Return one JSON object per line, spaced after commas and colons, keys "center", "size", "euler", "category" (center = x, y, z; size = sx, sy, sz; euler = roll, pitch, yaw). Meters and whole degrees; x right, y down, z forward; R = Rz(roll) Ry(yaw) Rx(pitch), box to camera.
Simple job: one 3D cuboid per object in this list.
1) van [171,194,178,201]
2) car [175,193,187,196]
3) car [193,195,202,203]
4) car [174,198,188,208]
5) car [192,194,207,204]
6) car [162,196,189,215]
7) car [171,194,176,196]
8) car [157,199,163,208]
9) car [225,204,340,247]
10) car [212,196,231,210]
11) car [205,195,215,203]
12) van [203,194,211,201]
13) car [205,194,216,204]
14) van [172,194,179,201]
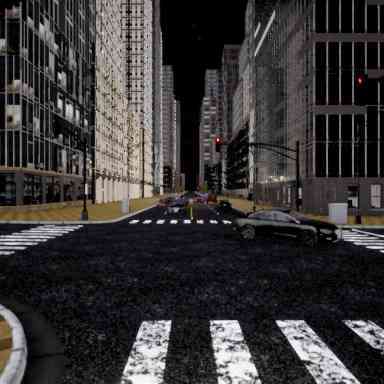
{"center": [-4.217, 1.321, 80.461], "size": [1.690, 1.788, 3.998], "euler": [0, 0, 0], "category": "van"}
{"center": [-1.605, 1.349, 63.903], "size": [2.097, 1.767, 4.553], "euler": [0, 0, 0], "category": "car"}
{"center": [1.145, 1.488, 73.260], "size": [1.837, 1.490, 4.892], "euler": [0, 0, 0], "category": "car"}
{"center": [-1.594, 1.610, 49.570], "size": [1.895, 1.301, 4.718], "euler": [0, 0, 0], "category": "car"}
{"center": [1.274, 1.599, 63.092], "size": [1.895, 1.301, 4.718], "euler": [0, 0, 0], "category": "car"}
{"center": [-1.525, 1.508, 33.755], "size": [2.128, 1.511, 4.902], "euler": [0, 0, 0], "category": "car"}
{"center": [-4.136, 1.564, 63.878], "size": [1.947, 1.339, 4.313], "euler": [0, 0, 0], "category": "car"}
{"center": [-4.056, 1.593, 47.296], "size": [1.802, 1.307, 4.206], "euler": [0, 0, 0], "category": "car"}
{"center": [4.352, 1.574, 15.741], "size": [4.902, 1.511, 2.128], "euler": [2, 1, 38], "category": "car"}
{"center": [3.900, 1.579, 41.808], "size": [1.947, 1.339, 4.313], "euler": [0, 0, 0], "category": "car"}
{"center": [3.717, 1.432, 69.445], "size": [1.967, 1.590, 4.097], "euler": [0, 0, 0], "category": "car"}
{"center": [3.663, 1.321, 80.499], "size": [1.690, 1.788, 3.998], "euler": [0, 0, 0], "category": "van"}
{"center": [3.744, 1.313, 63.916], "size": [2.192, 1.841, 5.009], "euler": [0, 0, 0], "category": "car"}
{"center": [-4.244, 1.315, 85.989], "size": [1.690, 1.788, 3.998], "euler": [0, 0, 0], "category": "van"}
